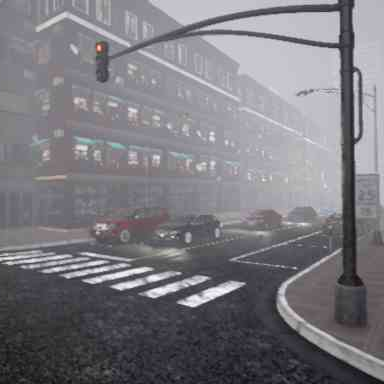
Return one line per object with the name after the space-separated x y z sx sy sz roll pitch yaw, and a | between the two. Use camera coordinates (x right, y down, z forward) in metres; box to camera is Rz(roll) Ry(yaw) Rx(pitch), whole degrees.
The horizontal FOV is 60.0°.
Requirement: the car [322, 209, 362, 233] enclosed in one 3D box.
10.209 2.095 22.956 1.802 1.307 4.206 -2 -2 35 | car

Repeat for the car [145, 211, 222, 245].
-0.096 1.916 18.248 1.837 1.490 4.892 -1 -2 35 | car

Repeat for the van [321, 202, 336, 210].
22.872 2.595 55.643 1.690 1.788 3.998 -2 -2 35 | van

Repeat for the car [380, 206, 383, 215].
19.977 2.268 36.934 1.967 1.590 4.097 -2 -2 35 | car

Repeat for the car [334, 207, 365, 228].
13.466 2.169 27.615 2.008 1.369 4.403 -2 -2 35 | car

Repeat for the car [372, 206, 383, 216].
26.494 2.604 46.247 1.947 1.339 4.313 -2 -2 35 | car

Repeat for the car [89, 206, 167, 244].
-3.184 1.730 18.380 2.192 1.841 5.009 -2 -2 35 | car

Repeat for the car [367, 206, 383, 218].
23.334 2.462 41.730 1.752 1.417 4.829 -2 -2 35 | car

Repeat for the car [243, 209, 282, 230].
5.733 2.123 26.570 1.812 1.442 4.674 -1 -2 35 | car

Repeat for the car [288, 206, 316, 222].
11.681 2.293 35.065 1.837 1.490 4.892 -1 -2 35 | car
